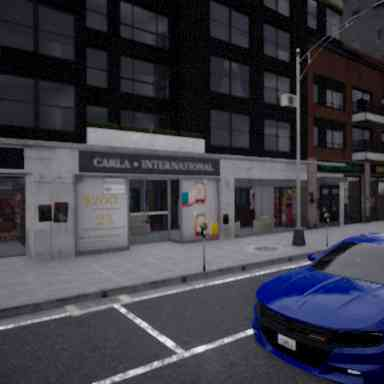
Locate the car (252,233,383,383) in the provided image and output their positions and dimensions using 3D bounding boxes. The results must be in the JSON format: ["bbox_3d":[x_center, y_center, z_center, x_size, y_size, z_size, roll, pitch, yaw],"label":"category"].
[{"bbox_3d":[3.128,1.434,5.269,5.008,1.535,1.882,-1,0,-35],"label":"car"}]
